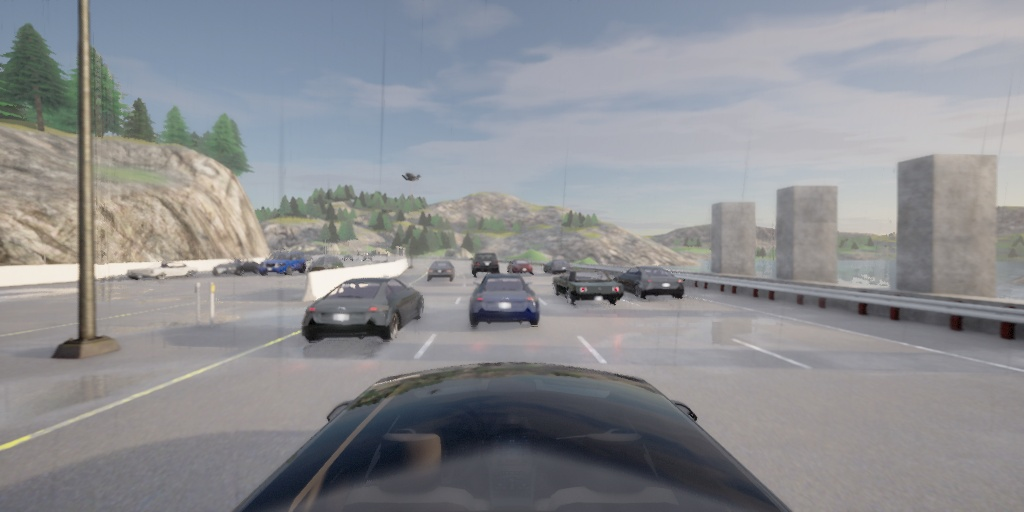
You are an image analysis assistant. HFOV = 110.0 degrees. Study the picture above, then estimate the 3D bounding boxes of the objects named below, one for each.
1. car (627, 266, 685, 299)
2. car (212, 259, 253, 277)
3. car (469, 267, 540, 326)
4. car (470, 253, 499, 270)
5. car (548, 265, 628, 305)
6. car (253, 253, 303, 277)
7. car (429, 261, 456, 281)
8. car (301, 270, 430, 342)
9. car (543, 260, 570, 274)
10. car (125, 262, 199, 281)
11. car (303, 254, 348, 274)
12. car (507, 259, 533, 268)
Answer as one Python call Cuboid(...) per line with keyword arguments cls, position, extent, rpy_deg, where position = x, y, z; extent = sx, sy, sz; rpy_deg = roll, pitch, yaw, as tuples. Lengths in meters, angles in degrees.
Cuboid(cls="car", position=(6.350, 1.176, 17.123), extent=(1.994, 1.385, 4.181), rpy_deg=(0, 0, -4))
Cuboid(cls="car", position=(-23.897, 0.993, 31.285), extent=(2.128, 1.511, 4.902), rpy_deg=(0, 0, -10))
Cuboid(cls="car", position=(-0.271, 1.231, 11.279), extent=(1.994, 1.385, 4.181), rpy_deg=(0, 1, -3))
Cuboid(cls="car", position=(-2.434, 0.712, 31.536), extent=(2.150, 2.045, 5.566), rpy_deg=(0, 1, -9))
Cuboid(cls="car", position=(3.004, 1.231, 15.246), extent=(1.895, 1.301, 4.718), rpy_deg=(0, 0, -4))
Cuboid(cls="car", position=(-20.514, 0.713, 32.348), extent=(2.150, 2.045, 5.566), rpy_deg=(0, 0, -11))
Cuboid(cls="car", position=(-5.315, 1.077, 27.191), extent=(2.033, 1.411, 5.357), rpy_deg=(0, 1, -8))
Cuboid(cls="car", position=(-3.695, 1.247, 9.595), extent=(1.994, 1.385, 4.181), rpy_deg=(0, 1, -2))
Cuboid(cls="car", position=(4.285, 1.033, 33.645), extent=(1.994, 1.385, 4.181), rpy_deg=(0, 1, -9))
Cuboid(cls="car", position=(-26.798, 1.135, 27.663), extent=(1.895, 1.301, 4.718), rpy_deg=(0, 1, -9))
Cuboid(cls="car", position=(-17.148, 0.834, 33.238), extent=(2.097, 1.767, 4.553), rpy_deg=(0, 1, -11))
Cuboid(cls="car", position=(0.717, 0.996, 33.735), extent=(1.812, 1.442, 4.674), rpy_deg=(0, 1, -10))
